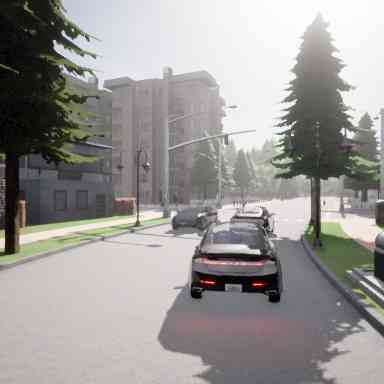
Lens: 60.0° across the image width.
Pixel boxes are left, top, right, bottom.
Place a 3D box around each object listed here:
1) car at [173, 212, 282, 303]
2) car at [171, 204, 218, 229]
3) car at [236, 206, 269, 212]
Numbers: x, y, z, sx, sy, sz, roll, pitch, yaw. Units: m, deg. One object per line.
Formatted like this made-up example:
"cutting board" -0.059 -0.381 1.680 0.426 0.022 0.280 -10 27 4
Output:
"car" 1.103 1.492 8.314 2.128 1.511 4.902 0 0 9
"car" 0.305 1.506 20.553 1.837 1.490 4.892 0 0 20
"car" 3.227 1.491 17.422 2.128 1.511 4.902 0 0 18
